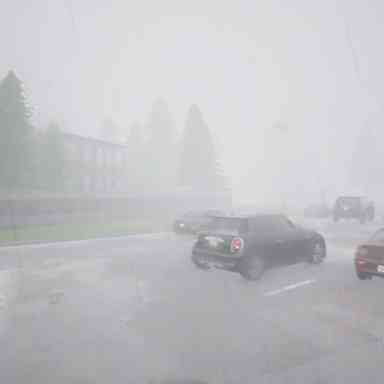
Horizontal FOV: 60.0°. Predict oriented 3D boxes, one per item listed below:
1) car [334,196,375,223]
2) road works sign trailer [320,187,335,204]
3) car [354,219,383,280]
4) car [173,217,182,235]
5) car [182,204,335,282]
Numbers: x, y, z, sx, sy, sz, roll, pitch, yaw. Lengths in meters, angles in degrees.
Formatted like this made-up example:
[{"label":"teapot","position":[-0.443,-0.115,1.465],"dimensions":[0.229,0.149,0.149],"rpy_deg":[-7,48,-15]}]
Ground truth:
[{"label":"car","position":[12.755,1.310,26.122],"dimensions":[2.150,2.045,5.566],"rpy_deg":[0,0,38]},{"label":"road works sign trailer","position":[27.637,0.723,68.711],"dimensions":[2.380,3.560,2.880],"rpy_deg":[0,0,-26]},{"label":"car","position":[6.007,1.549,8.900],"dimensions":[4.674,1.442,1.812],"rpy_deg":[0,0,-41]},{"label":"car","position":[0.952,1.668,18.467],"dimensions":[4.181,1.385,1.994],"rpy_deg":[0,0,-43]},{"label":"car","position":[2.202,1.403,10.270],"dimensions":[4.553,1.767,2.097],"rpy_deg":[0,-1,-40]}]
